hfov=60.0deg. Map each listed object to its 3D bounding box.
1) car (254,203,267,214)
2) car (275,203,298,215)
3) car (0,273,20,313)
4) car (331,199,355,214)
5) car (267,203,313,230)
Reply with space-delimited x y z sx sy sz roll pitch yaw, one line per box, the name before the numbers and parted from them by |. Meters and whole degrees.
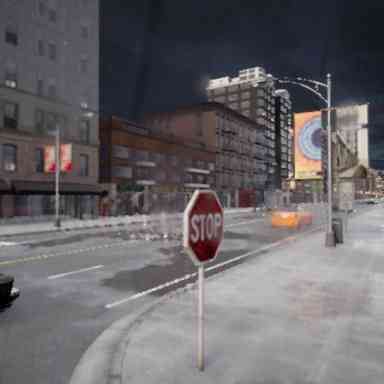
car | 10.408 2.278 47.864 2.128 1.511 4.902 -1 -1 32
car | 13.165 2.319 46.142 1.994 1.385 4.181 -1 -1 32
car | -5.088 1.697 4.632 1.895 1.301 4.718 -1 -1 32
car | 20.334 1.954 45.355 2.150 2.045 5.566 -1 -1 32
car | 7.578 1.767 24.924 2.097 1.767 4.553 -1 -1 32
